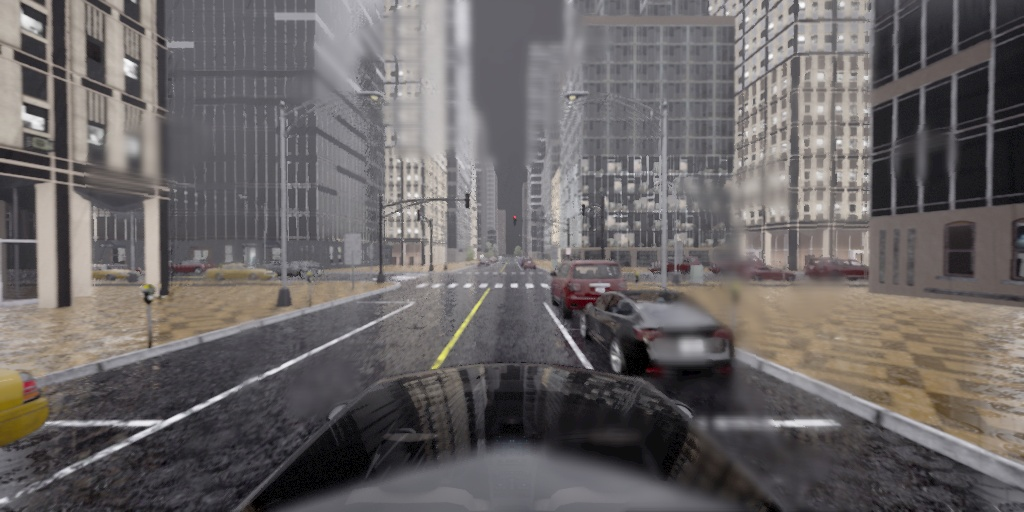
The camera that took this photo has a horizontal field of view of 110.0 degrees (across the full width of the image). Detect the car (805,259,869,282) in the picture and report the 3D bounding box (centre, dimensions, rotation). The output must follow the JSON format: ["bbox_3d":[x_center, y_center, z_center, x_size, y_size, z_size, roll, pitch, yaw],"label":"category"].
[{"bbox_3d":[26.216,1.132,28.472,5.009,1.841,2.192,0,0,0],"label":"car"}]

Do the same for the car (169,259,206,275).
[{"bbox_3d":[-32.568,1.038,36.398,4.097,1.591,1.967,0,0,0],"label":"car"}]

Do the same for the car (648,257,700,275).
[{"bbox_3d":[16.558,0.989,36.587,5.009,1.841,2.192,0,0,0],"label":"car"}]

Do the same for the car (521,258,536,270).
[{"bbox_3d":[2.527,1.270,50.719,1.802,1.307,4.207,0,0,0],"label":"car"}]

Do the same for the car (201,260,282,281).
[{"bbox_3d":[-21.263,1.270,28.358,4.829,1.417,1.751,0,0,0],"label":"car"}]

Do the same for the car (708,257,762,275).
[{"bbox_3d":[22.889,0.998,36.602,5.009,1.841,2.192,0,0,0],"label":"car"}]

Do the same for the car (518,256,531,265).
[{"bbox_3d":[2.547,0.987,61.769,2.192,1.841,5.009,0,0,0],"label":"car"}]

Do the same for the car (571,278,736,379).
[{"bbox_3d":[2.564,1.310,7.138,1.948,1.339,4.313,0,0,0],"label":"car"}]

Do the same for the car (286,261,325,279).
[{"bbox_3d":[-19.061,1.202,31.046,4.902,1.511,2.128,0,1,0],"label":"car"}]

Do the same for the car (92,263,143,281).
[{"bbox_3d":[-32.379,1.251,28.402,4.829,1.417,1.751,0,0,0],"label":"car"}]

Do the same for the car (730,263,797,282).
[{"bbox_3d":[20.178,1.391,28.457,4.207,1.307,1.802,0,0,0],"label":"car"}]

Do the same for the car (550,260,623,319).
[{"bbox_3d":[2.564,1.052,12.786,2.192,1.841,5.009,0,0,0],"label":"car"}]

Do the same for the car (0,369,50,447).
[{"bbox_3d":[-5.316,1.275,1.285,1.751,1.417,4.829,0,0,0],"label":"car"}]
